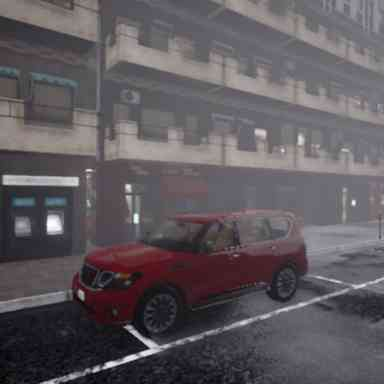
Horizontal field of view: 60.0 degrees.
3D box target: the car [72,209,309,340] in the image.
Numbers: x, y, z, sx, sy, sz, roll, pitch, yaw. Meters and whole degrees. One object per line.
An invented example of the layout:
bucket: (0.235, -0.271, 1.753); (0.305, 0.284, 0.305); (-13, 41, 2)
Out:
car: (0.289, 1.322, 6.762); (5.009, 1.841, 2.192); (0, 0, -36)
